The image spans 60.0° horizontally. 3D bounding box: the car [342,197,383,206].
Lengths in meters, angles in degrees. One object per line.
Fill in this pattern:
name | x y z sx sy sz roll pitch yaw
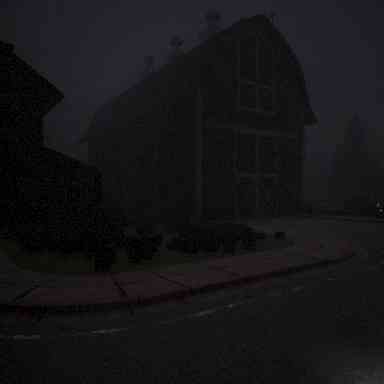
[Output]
car | 18.240 1.363 35.109 2.097 1.767 4.553 0 0 -34
